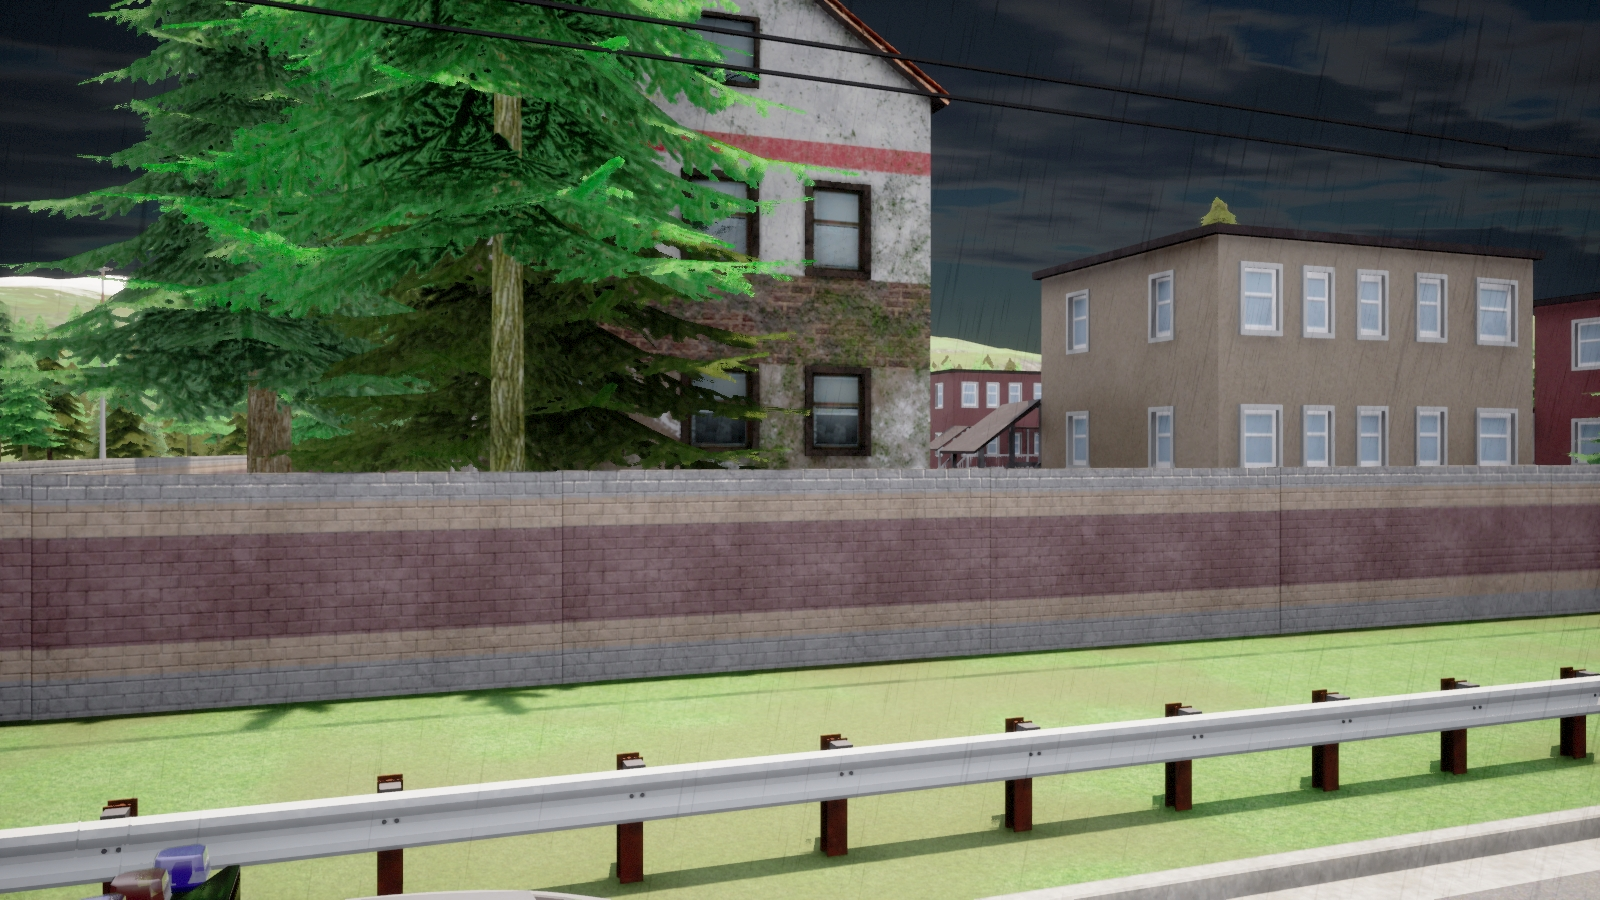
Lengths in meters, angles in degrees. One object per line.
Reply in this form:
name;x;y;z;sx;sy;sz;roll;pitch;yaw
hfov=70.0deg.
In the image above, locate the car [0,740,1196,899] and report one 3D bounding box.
car;-1.671;1.982;2.695;5.238;1.638;2.097;0;0;-20
